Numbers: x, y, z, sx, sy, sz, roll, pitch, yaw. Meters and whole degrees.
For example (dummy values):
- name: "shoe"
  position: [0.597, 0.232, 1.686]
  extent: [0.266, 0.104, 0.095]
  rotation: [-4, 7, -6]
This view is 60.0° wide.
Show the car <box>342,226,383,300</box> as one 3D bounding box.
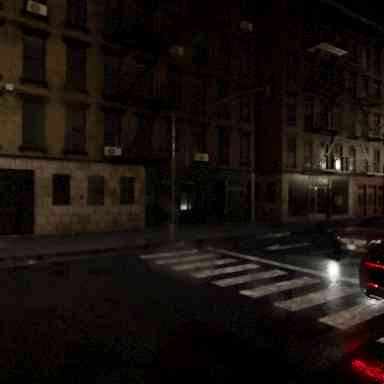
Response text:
- name: "car"
  position: [5.597, 1.580, 7.310]
  extent: [4.892, 1.490, 1.837]
  rotation: [0, 0, -35]

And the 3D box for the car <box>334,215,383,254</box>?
- name: "car"
  position: [7.398, 1.639, 12.701]
  extent: [4.674, 1.442, 1.812]
  rotation: [1, 0, -34]
